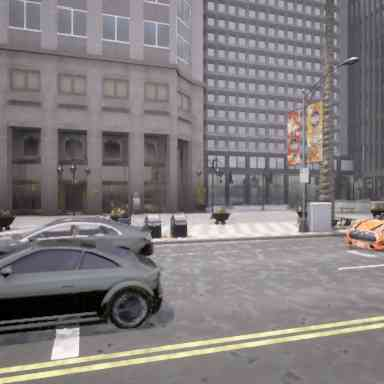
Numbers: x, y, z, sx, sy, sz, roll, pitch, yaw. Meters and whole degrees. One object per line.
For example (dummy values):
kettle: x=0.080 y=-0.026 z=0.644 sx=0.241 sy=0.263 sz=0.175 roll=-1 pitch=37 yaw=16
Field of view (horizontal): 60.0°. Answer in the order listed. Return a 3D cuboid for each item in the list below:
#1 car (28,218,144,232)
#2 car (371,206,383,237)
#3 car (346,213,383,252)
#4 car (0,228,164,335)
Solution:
car: x=-3.501 y=1.492 z=9.298 sx=4.902 sy=1.511 sz=2.128 roll=0 pitch=0 yaw=-17
car: x=12.043 y=1.513 z=17.217 sx=4.786 sy=1.482 sz=2.161 roll=0 pitch=0 yaw=-17
car: x=8.337 y=1.353 z=12.867 sx=4.553 sy=1.767 sz=2.097 roll=0 pitch=0 yaw=-17
car: x=-2.616 y=1.564 z=5.903 sx=4.181 sy=1.385 sz=1.994 roll=0 pitch=0 yaw=-17
